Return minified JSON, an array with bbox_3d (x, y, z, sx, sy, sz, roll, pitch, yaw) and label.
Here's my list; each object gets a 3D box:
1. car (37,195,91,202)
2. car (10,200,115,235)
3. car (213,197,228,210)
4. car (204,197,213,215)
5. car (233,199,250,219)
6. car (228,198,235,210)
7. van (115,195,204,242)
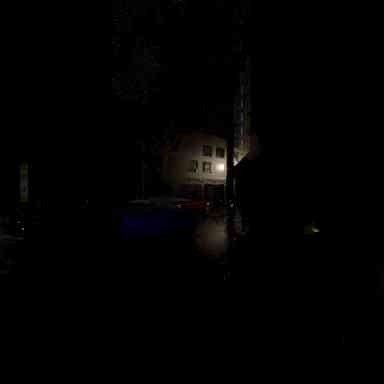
[{"bbox_3d":[-8.304,1.123,20.406,2.192,1.841,5.009,1,1,36],"label":"car"},{"bbox_3d":[-6.592,1.383,18.237,2.033,1.411,5.357,0,1,36],"label":"car"},{"bbox_3d":[1.474,1.167,34.105,1.947,1.339,4.313,1,2,36],"label":"car"},{"bbox_3d":[-0.607,1.062,26.618,2.097,1.767,4.553,0,1,36],"label":"car"},{"bbox_3d":[5.151,1.280,24.585,2.008,1.369,4.403,1,1,36],"label":"car"},{"bbox_3d":[5.396,1.074,35.010,2.128,1.511,4.902,0,1,36],"label":"car"},{"bbox_3d":[-1.366,1.208,15.453,1.690,1.788,3.998,1,1,36],"label":"van"}]
